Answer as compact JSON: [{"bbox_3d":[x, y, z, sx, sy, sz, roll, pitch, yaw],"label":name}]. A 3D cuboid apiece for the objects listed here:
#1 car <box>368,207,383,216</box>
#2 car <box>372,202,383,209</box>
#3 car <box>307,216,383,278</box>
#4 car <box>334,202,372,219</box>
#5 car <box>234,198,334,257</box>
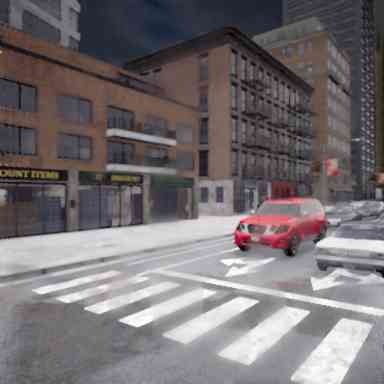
[{"bbox_3d":[11.023,1.674,17.743,1.895,1.301,4.718,-1,-1,38],"label":"car"},{"bbox_3d":[16.166,1.639,29.674,1.837,1.490,4.892,-1,-1,38],"label":"car"},{"bbox_3d":[5.431,1.651,10.486,1.895,1.301,4.718,-1,-1,37],"label":"car"},{"bbox_3d":[9.903,1.601,21.607,2.128,1.511,4.902,-1,-1,38],"label":"car"},{"bbox_3d":[3.919,1.307,13.880,2.150,2.045,5.566,-1,-1,38],"label":"car"}]
